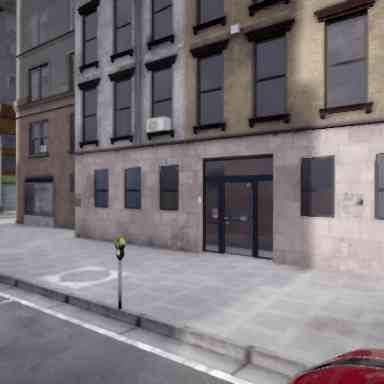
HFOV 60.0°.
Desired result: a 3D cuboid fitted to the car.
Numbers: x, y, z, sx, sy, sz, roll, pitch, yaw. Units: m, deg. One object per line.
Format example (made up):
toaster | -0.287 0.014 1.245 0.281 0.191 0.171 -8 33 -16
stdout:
car | 2.152 1.437 1.274 4.097 1.590 1.967 0 0 36
